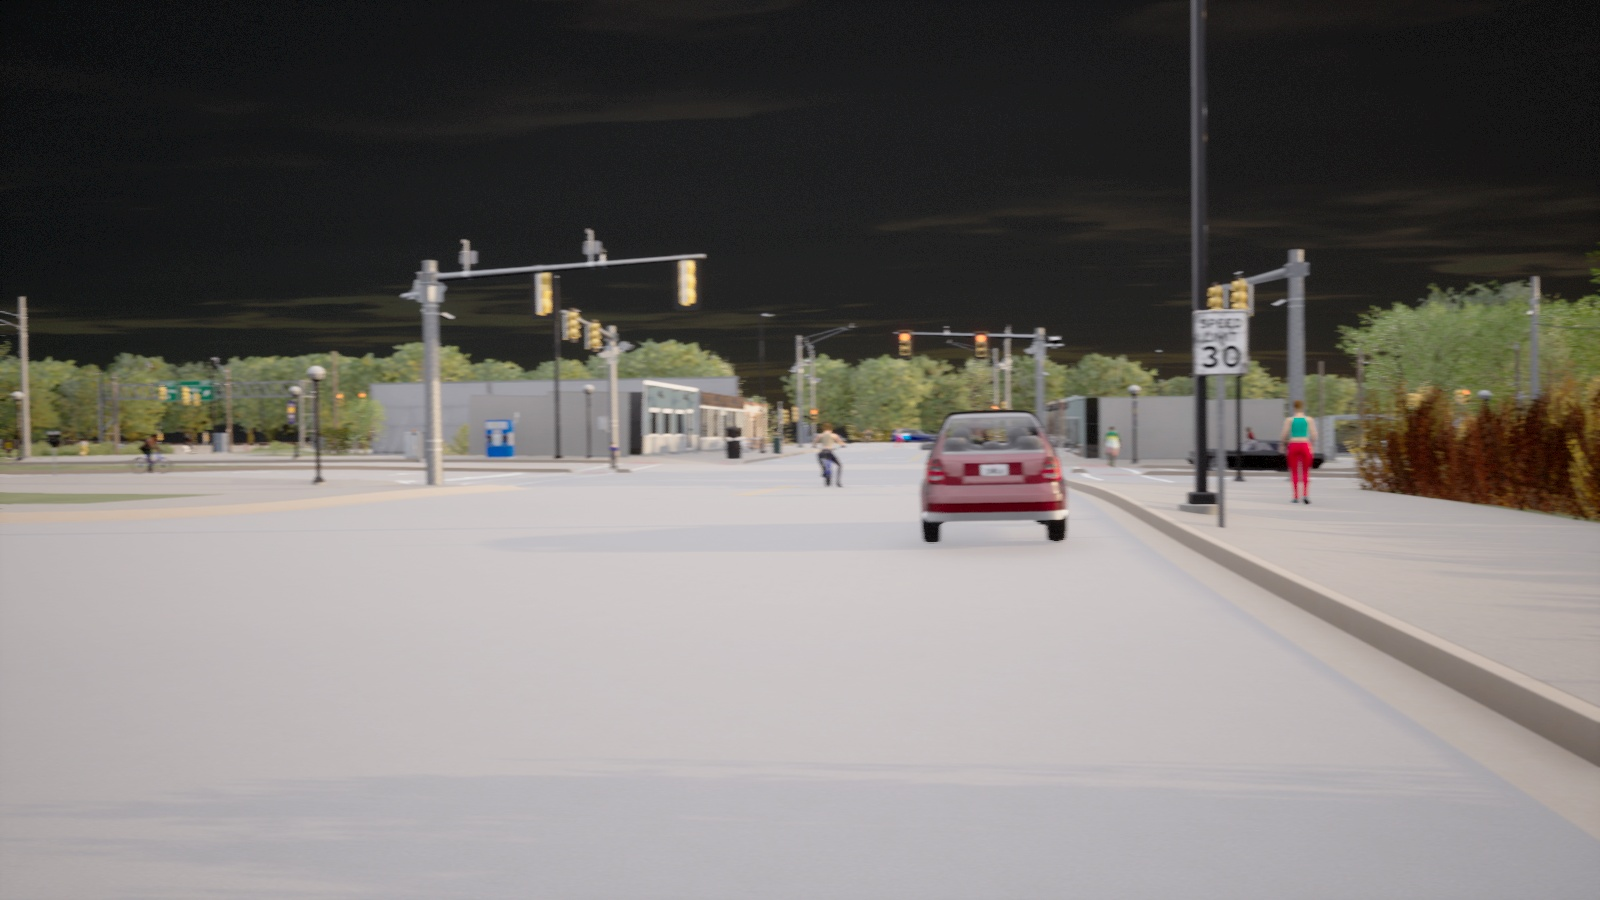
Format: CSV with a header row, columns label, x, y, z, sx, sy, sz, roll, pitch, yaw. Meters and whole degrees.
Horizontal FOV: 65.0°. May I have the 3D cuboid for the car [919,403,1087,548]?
label,x,y,z,sx,sy,sz,roll,pitch,yaw
car,2.492,0.237,15.836,1.789,1.549,3.705,-2,1,8

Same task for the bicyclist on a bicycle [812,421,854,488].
label,x,y,z,sx,sy,sz,roll,pitch,yaw
bicyclist on a bicycle,0.834,0.108,31.457,0.866,1.612,1.509,-2,0,7

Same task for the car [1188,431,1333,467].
label,x,y,z,sx,sy,sz,roll,pitch,yaw
car,17.180,-0.051,47.002,4.718,1.301,1.895,0,1,3

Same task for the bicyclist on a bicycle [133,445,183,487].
label,x,y,z,sx,sy,sz,roll,pitch,yaw
bicyclist on a bicycle,-25.676,0.627,50.243,1.656,1.620,0.582,-2,1,4

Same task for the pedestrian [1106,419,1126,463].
label,x,y,z,sx,sy,sz,roll,pitch,yaw
pedestrian,14.304,-0.432,56.786,0.659,1.952,0.873,-1,2,28

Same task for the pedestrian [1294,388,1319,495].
label,x,y,z,sx,sy,sz,roll,pitch,yaw
pedestrian,8.838,-0.150,21.931,0.345,1.836,0.594,-1,2,20

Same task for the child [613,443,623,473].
label,x,y,z,sx,sy,sz,roll,pitch,yaw
child,-7.707,0.339,53.233,0.270,1.263,0.437,-2,2,10
